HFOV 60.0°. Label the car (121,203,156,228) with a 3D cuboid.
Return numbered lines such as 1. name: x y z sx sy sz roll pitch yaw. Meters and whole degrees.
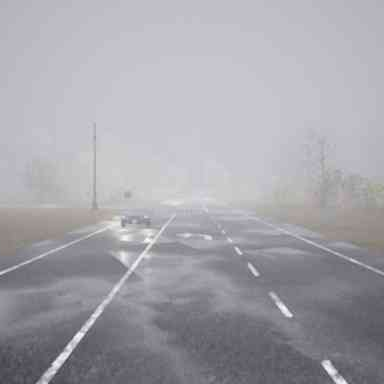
1. car: -3.494 1.506 22.412 1.812 1.442 4.674 0 0 0
